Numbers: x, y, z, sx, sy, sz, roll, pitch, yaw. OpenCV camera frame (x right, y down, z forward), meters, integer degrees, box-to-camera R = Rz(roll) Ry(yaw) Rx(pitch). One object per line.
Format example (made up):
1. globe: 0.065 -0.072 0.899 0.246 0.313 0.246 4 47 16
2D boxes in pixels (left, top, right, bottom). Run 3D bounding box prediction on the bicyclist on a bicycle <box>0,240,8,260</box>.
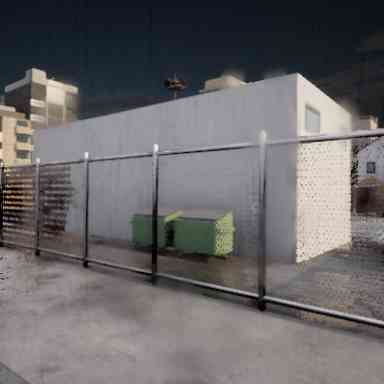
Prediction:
1. bicyclist on a bicycle: -6.361 1.345 9.950 0.582 1.620 1.656 0 0 38
